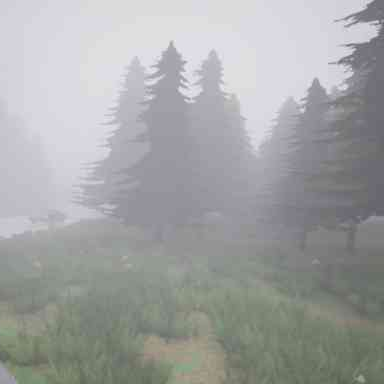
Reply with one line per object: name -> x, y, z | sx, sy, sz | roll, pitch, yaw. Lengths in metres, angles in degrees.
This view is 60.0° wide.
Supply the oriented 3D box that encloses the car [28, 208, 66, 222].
car -> -13.164, 2.174, 30.571 | 2.033, 1.411, 5.357 | 4, -2, -4
